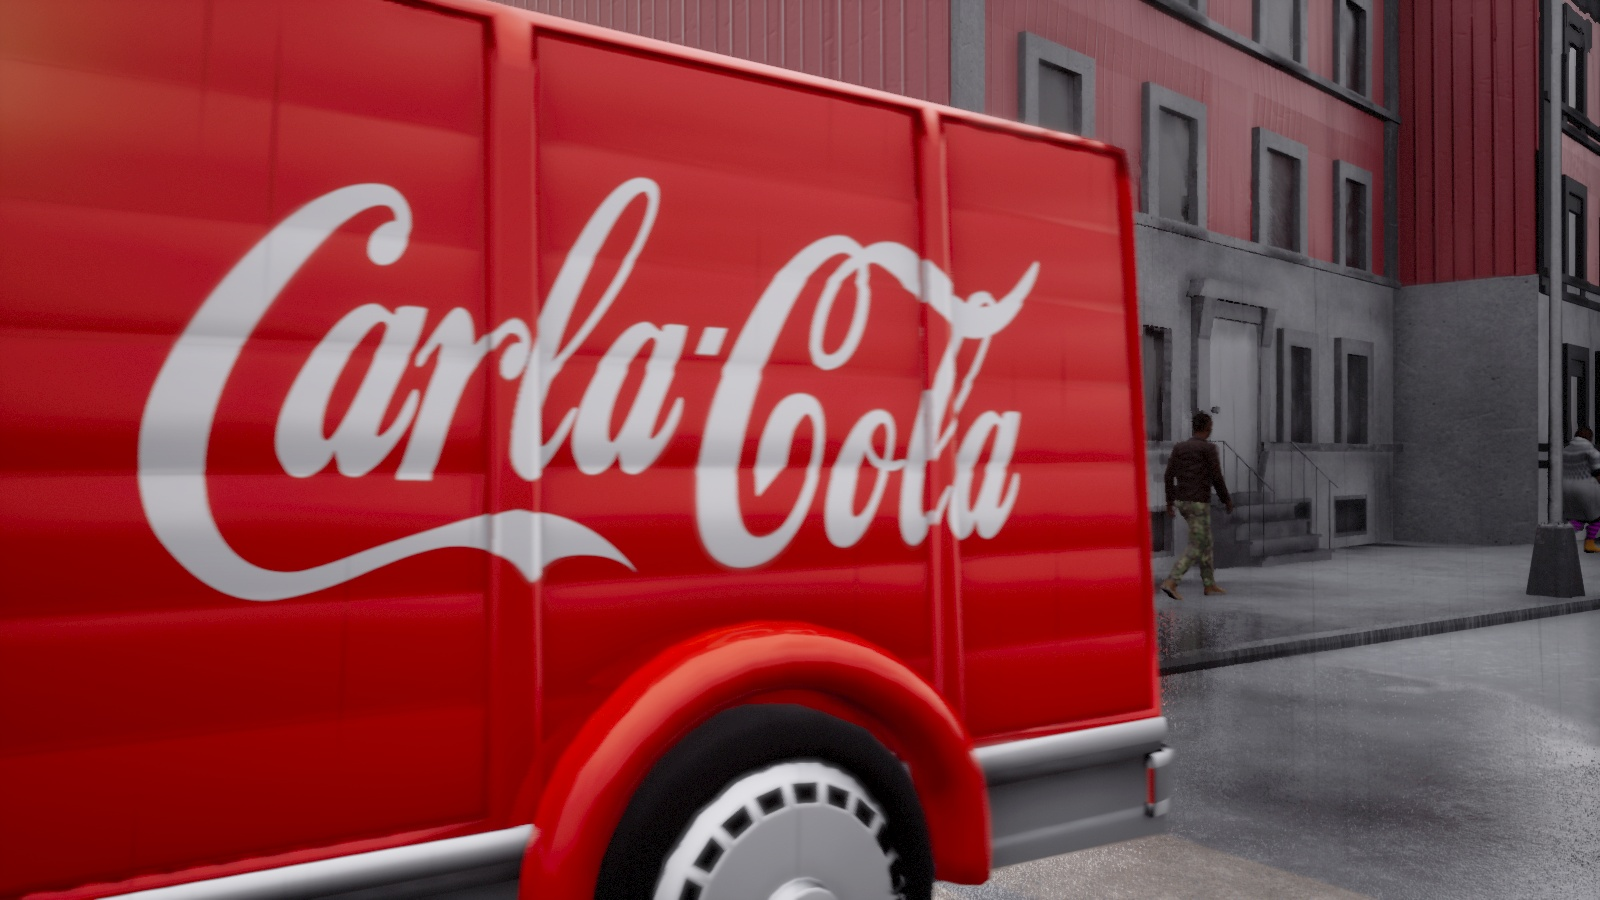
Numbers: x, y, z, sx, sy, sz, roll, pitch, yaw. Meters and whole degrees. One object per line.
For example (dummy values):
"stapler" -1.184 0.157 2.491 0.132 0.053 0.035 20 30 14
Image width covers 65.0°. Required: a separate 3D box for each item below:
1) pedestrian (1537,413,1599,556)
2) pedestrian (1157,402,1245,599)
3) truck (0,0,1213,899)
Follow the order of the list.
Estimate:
"pedestrian" 11.007 0.474 17.690 0.873 1.952 0.659 0 0 -19
"pedestrian" 3.864 0.476 12.092 0.703 1.840 0.431 0 0 -27
"truck" -1.749 0.269 3.052 5.204 2.467 2.627 0 0 -35
